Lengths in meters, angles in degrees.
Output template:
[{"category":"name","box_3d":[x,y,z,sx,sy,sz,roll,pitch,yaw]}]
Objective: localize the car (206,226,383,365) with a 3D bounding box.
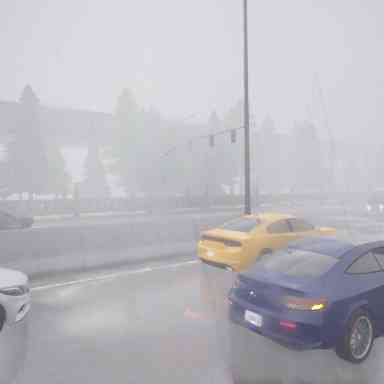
[{"category":"car","box_3d":[2.690,1.458,5.708,4.674,1.442,1.812,-1,1,-35]}]

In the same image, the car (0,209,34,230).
[{"category":"car","box_3d":[-11.079,1.597,17.585,4.718,1.301,1.895,-1,0,-35]}]

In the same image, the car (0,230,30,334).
[{"category":"car","box_3d":[-4.833,1.522,4.605,4.674,1.442,1.812,0,0,-36]}]

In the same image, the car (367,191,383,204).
[{"category":"car","box_3d":[24.661,0.612,43.066,4.553,1.767,2.097,-1,1,-35]}]

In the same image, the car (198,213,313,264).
[{"category":"car","box_3d":[2.497,1.373,9.856,5.008,1.535,1.882,-1,1,-35]}]
